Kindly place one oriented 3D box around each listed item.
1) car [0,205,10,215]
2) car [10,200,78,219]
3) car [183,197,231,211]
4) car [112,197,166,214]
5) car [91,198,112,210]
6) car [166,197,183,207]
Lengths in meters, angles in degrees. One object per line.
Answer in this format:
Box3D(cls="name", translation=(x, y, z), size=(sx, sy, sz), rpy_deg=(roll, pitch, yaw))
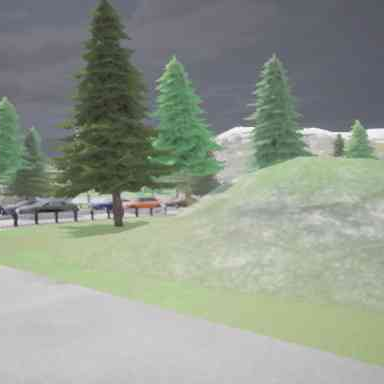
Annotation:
Box3D(cls="car", translation=(-14.771, 1.445, 29.852), size=(1.994, 1.385, 4.181), rpy_deg=(0, 0, 43))
Box3D(cls="car", translation=(-11.968, 1.390, 27.720), size=(2.128, 1.511, 4.902), rpy_deg=(0, 0, 43))
Box3D(cls="car", translation=(1.812, 1.394, 39.824), size=(5.008, 1.535, 1.882), rpy_deg=(0, 0, -35))
Box3D(cls="car", translation=(-5.424, 1.257, 34.109), size=(4.553, 1.767, 2.097), rpy_deg=(0, 0, -41))
Box3D(cls="car", translation=(-8.480, 1.365, 36.090), size=(5.008, 1.535, 1.882), rpy_deg=(0, 0, -41))
Box3D(cls="car", translation=(-1.186, 1.376, 41.982), size=(5.008, 1.535, 1.882), rpy_deg=(0, 0, -35))
